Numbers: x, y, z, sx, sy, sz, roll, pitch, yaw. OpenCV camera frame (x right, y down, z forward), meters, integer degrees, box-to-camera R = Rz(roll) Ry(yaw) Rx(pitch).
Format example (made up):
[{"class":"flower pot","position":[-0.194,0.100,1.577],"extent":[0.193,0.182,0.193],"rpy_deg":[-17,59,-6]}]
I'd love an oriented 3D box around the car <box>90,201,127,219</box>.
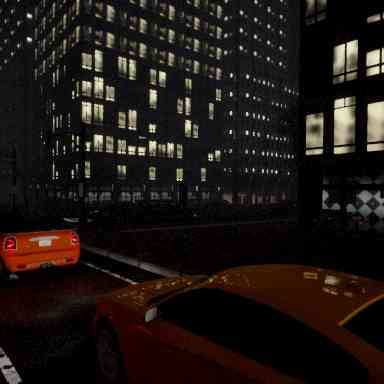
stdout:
[{"class":"car","position":[-6.852,1.610,30.396],"extent":[4.892,1.490,1.837],"rpy_deg":[1,0,-38]}]

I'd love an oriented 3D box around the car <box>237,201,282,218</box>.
[{"class":"car","position":[6.660,1.832,33.906],"extent":[4.829,1.417,1.752],"rpy_deg":[1,0,-39]}]

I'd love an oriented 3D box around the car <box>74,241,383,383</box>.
[{"class":"car","position":[0.749,1.476,3.245],"extent":[1.882,1.535,5.008],"rpy_deg":[0,0,-40]}]

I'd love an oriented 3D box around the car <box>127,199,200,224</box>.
[{"class":"car","position":[-2.211,1.523,26.669],"extent":[5.009,1.841,2.192],"rpy_deg":[1,0,-39]}]

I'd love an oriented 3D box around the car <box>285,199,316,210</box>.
[{"class":"car","position":[16.015,1.864,48.942],"extent":[4.892,1.490,1.837],"rpy_deg":[1,0,-39]}]

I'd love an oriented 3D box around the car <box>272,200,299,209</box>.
[{"class":"car","position":[14.336,1.881,50.979],"extent":[4.313,1.339,1.947],"rpy_deg":[1,0,-39]}]

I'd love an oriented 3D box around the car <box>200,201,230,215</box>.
[{"class":"car","position":[2.049,1.752,37.609],"extent":[5.357,1.411,2.033],"rpy_deg":[1,0,-39]}]

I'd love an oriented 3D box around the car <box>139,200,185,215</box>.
[{"class":"car","position":[-3.272,1.647,36.619],"extent":[4.829,1.417,1.752],"rpy_deg":[1,0,-39]}]

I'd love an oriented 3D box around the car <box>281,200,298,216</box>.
[{"class":"car","position":[10.899,1.935,37.363],"extent":[4.206,1.307,1.802],"rpy_deg":[1,0,-39]}]

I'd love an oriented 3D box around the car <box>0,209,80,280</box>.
[{"class":"car","position":[-5.193,1.347,10.285],"extent":[2.097,1.767,4.553],"rpy_deg":[0,0,-40]}]
